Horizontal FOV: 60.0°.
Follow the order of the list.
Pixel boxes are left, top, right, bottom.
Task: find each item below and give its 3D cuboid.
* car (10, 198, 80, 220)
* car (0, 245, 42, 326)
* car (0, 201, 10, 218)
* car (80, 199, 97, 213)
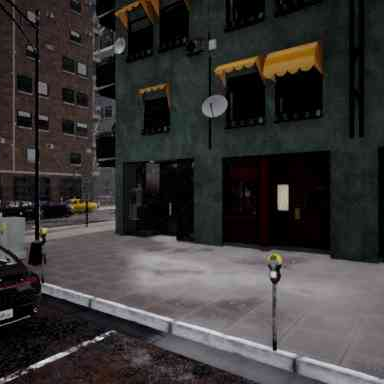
[{"bbox_3d":[-11.222,1.345,25.664,1.994,1.385,4.181,0,1,35],"label":"car"},{"bbox_3d":[-4.501,1.551,6.079,4.403,1.369,2.008,0,0,35],"label":"car"},{"bbox_3d":[-14.073,1.350,26.085,2.008,1.369,4.403,1,1,35],"label":"car"},{"bbox_3d":[-10.985,1.250,30.512,1.752,1.417,4.829,1,1,35],"label":"car"}]
